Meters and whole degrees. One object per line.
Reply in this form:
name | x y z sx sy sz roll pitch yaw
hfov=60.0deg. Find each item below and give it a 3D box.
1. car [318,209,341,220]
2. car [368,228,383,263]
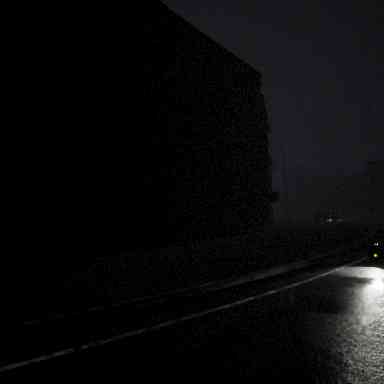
car | 21.820 3.558 52.939 2.097 1.767 4.553 -1 -4 -3
car | 7.800 1.789 11.895 1.994 1.385 4.181 0 -2 40
